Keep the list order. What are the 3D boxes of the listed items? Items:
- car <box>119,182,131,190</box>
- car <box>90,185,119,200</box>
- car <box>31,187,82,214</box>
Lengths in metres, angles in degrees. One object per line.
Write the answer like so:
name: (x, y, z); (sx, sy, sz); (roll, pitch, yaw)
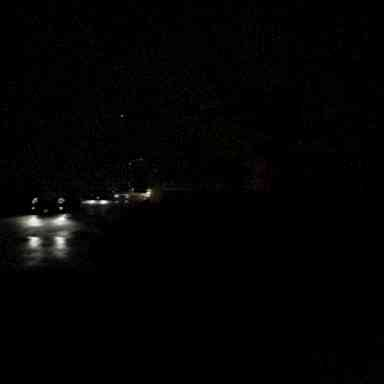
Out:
car: (-10.578, -0.792, 51.966); (1.837, 1.490, 4.892); (0, 2, -3)
car: (-9.759, 0.110, 36.555); (2.033, 1.411, 5.357); (0, 2, -3)
car: (-8.911, 0.466, 22.213); (2.097, 1.767, 4.553); (0, 2, -3)
